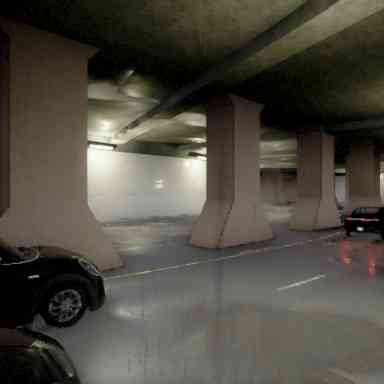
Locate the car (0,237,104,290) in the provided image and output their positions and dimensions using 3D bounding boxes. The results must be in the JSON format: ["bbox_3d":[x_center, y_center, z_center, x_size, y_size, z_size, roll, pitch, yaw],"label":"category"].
[{"bbox_3d":[-3.818,1.352,5.463,4.553,1.767,2.097,0,0,-36],"label":"car"}]

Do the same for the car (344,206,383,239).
[{"bbox_3d":[9.470,1.491,17.179,2.128,1.511,4.902,0,0,44],"label":"car"}]

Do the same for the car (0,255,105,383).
[{"bbox_3d":[-3.075,1.505,1.670,4.892,1.490,1.837,0,0,-34],"label":"car"}]
